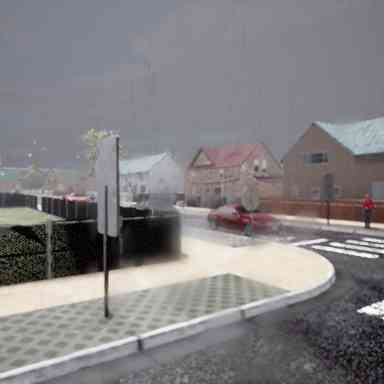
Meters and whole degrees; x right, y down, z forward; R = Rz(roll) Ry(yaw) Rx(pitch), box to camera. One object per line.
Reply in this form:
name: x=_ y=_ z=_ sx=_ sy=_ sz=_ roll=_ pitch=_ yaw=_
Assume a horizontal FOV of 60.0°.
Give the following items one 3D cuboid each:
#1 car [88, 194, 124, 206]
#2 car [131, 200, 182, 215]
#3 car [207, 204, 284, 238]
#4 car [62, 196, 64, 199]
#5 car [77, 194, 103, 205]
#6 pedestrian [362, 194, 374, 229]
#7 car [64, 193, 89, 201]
car: x=-8.498 y=1.147 z=33.507 sx=1.837 sy=1.490 sz=4.892 roll=0 pitch=1 yaw=-34
car: x=-2.914 y=1.294 z=25.295 sx=2.033 sy=1.411 sz=5.357 roll=0 pitch=1 yaw=-34
car: x=2.550 y=1.373 z=17.142 sx=1.812 sy=1.442 sz=4.674 roll=0 pitch=1 yaw=-32
car: x=-20.705 y=0.949 z=56.657 sx=1.895 sy=1.301 sz=4.718 roll=0 pitch=1 yaw=-34
car: x=-14.799 y=1.011 z=47.985 sx=2.033 sy=1.411 sz=5.357 roll=0 pitch=1 yaw=-35
pedestrian: x=9.328 y=0.996 z=17.723 sx=0.375 sy=1.860 sz=0.375 roll=0 pitch=0 yaw=-34
car: x=-14.250 y=0.885 z=42.021 sx=2.097 sy=1.767 sz=4.553 roll=0 pitch=1 yaw=-34
